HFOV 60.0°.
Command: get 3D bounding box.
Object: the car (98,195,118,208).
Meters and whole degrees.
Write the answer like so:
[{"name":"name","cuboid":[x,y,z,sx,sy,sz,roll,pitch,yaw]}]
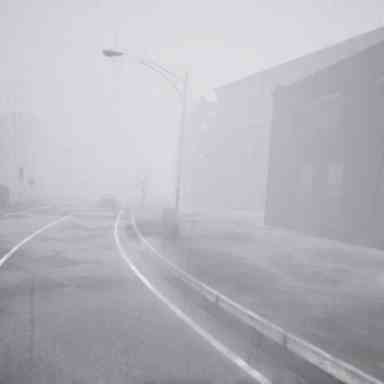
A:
[{"name":"car","cuboid":[-9.732,1.041,38.770,1.812,1.442,4.674,4,0,-11]}]
